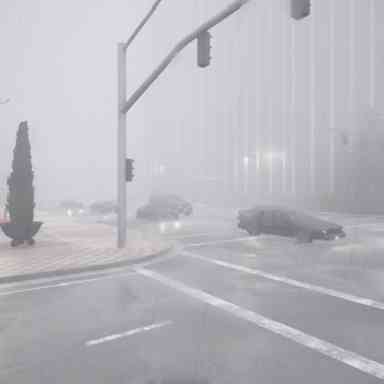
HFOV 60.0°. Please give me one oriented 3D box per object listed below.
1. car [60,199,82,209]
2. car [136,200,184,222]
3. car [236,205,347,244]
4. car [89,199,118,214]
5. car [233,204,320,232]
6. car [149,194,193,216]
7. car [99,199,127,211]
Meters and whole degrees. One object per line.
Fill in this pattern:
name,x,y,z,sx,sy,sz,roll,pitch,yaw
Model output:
car,-16.479,1.599,45.311,1.895,1.301,4.718,0,0,-35
car,-2.794,1.561,26.319,1.994,1.385,4.181,0,0,-36
car,4.566,1.546,16.221,2.033,1.411,5.357,0,0,-36
car,-9.166,1.599,35.142,1.895,1.301,4.718,0,0,-36
car,5.188,1.545,21.292,2.033,1.411,5.357,0,0,-36
car,-2.182,1.218,31.451,2.150,2.045,5.566,0,0,-36
car,-10.205,1.599,42.571,1.895,1.301,4.718,0,0,-36
